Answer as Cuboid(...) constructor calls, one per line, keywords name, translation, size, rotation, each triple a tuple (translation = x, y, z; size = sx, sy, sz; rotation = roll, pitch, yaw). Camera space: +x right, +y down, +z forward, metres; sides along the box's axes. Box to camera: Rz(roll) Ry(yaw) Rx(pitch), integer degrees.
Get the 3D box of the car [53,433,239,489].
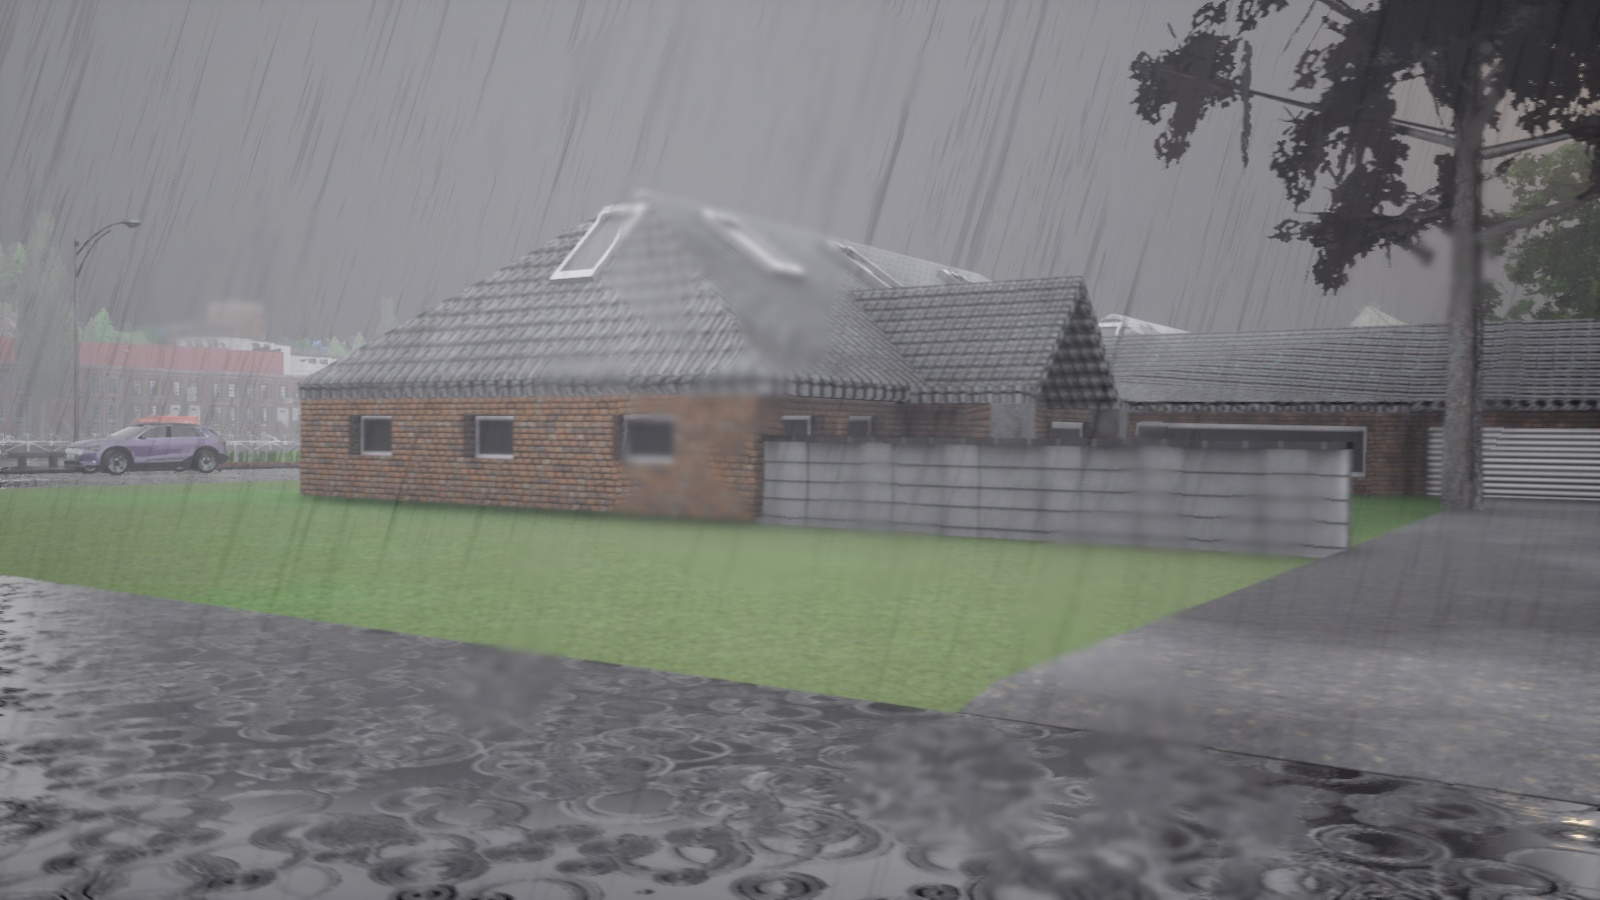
Cuboid(name="car", translation=(-20.772, 0.304, 40.095), size=(2.033, 1.649, 4.856), rotation=(0, 1, 34))
